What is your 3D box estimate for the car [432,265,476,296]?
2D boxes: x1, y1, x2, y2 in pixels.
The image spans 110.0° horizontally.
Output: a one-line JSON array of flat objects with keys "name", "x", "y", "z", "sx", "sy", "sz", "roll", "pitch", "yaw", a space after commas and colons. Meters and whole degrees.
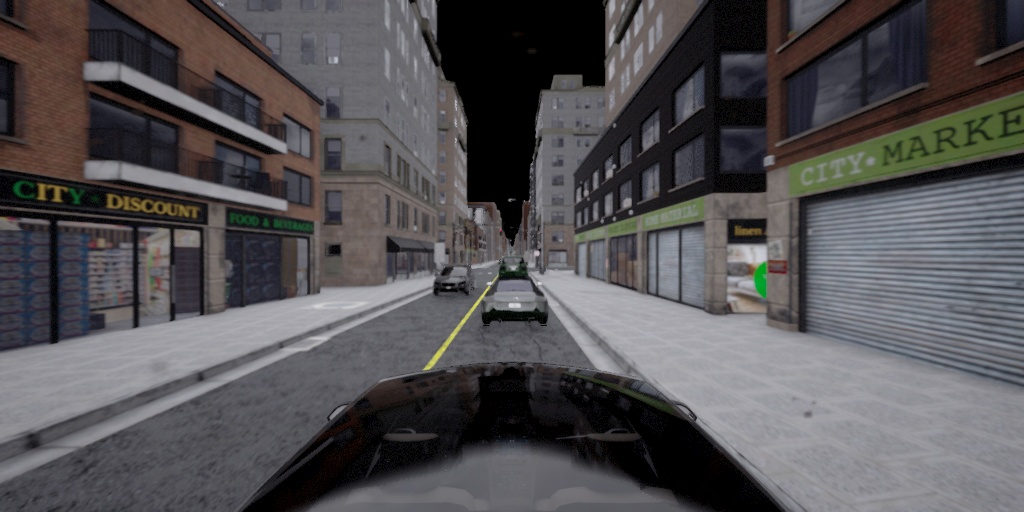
[{"name": "car", "x": -3.089, "y": 1.289, "z": 19.909, "sx": 1.837, "sy": 1.490, "sz": 4.892, "roll": 0, "pitch": 0, "yaw": 0}]

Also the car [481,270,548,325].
[{"name": "car", "x": 0.087, "y": 1.335, "z": 11.881, "sx": 1.994, "sy": 1.385, "sz": 4.181, "roll": 0, "pitch": 0, "yaw": 0}]

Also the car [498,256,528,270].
[{"name": "car", "x": 0.089, "y": 1.018, "z": 27.971, "sx": 2.150, "sy": 2.045, "sz": 5.566, "roll": 0, "pitch": 0, "yaw": 0}]
